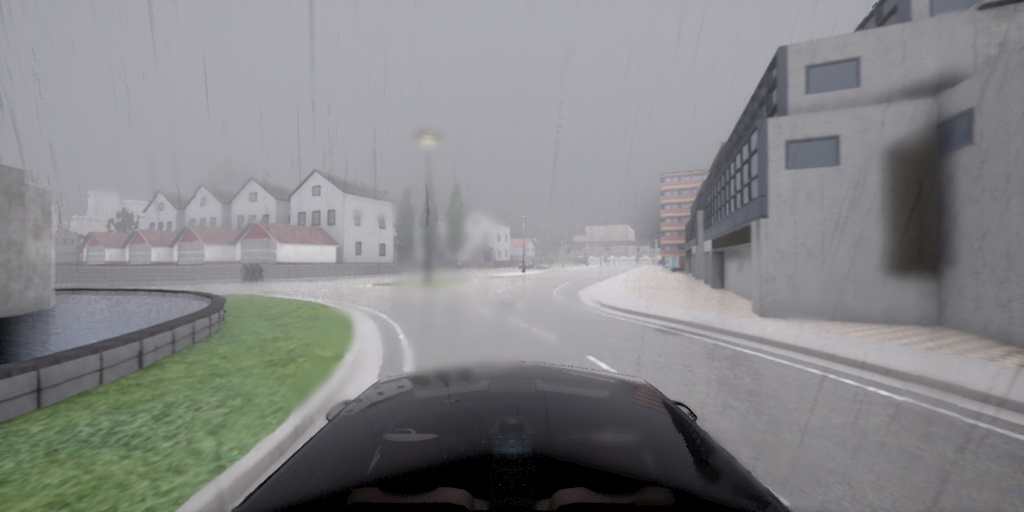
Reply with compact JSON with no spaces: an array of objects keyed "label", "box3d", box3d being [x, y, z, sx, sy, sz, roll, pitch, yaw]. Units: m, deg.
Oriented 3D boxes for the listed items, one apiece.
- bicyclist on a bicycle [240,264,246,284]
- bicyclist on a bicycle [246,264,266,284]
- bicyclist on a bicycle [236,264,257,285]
[{"label":"bicyclist on a bicycle","box3d":[-21.119,1.469,29.233,0.582,1.620,1.656,0,0,-4]},{"label":"bicyclist on a bicycle","box3d":[-20.620,1.469,29.266,0.582,1.620,1.656,0,0,-3]},{"label":"bicyclist on a bicycle","box3d":[-21.617,1.469,29.191,0.582,1.620,1.656,0,0,-5]}]
